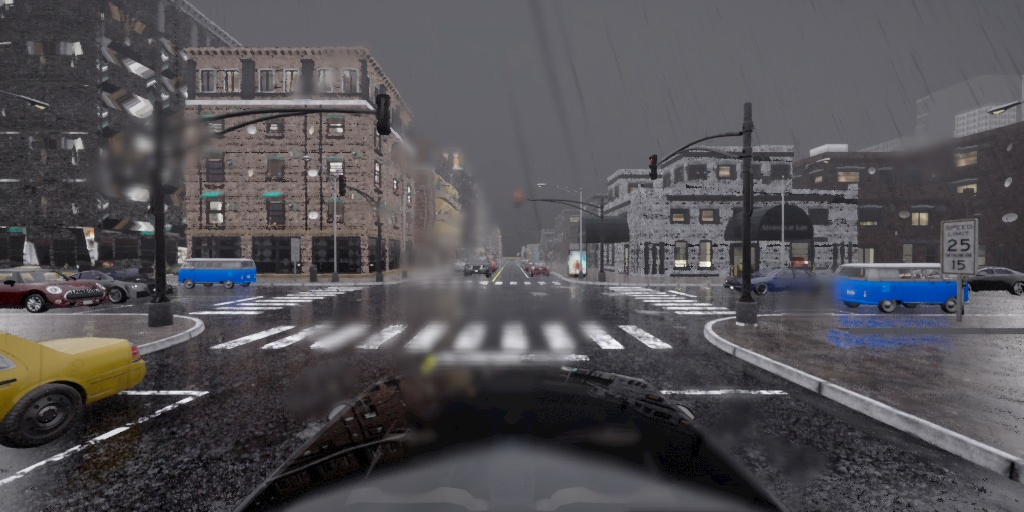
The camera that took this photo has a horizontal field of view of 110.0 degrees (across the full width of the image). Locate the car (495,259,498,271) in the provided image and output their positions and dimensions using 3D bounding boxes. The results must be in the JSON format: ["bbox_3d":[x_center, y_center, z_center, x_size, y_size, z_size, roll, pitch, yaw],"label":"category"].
[{"bbox_3d":[-3.126,0.985,45.062,2.150,2.045,5.566,0,0,0],"label":"car"}]

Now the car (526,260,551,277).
[{"bbox_3d":[2.668,1.195,35.241,1.967,1.591,4.097,0,0,0],"label":"car"}]

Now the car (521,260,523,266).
[{"bbox_3d":[2.656,1.321,52.331,2.007,1.370,4.403,0,0,0],"label":"car"}]

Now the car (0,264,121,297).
[{"bbox_3d":[-17.730,1.190,13.286,4.097,1.591,1.967,0,0,0],"label":"car"}]

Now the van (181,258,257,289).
[{"bbox_3d":[-17.778,1.030,21.666,3.998,1.789,1.690,0,0,0],"label":"van"}]

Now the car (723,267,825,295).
[{"bbox_3d":[14.498,1.320,19.334,5.357,1.411,2.033,0,0,-1],"label":"car"}]

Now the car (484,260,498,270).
[{"bbox_3d":[-3.121,1.298,54.979,1.812,1.442,4.674,0,0,0],"label":"car"}]

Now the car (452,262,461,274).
[{"bbox_3d":[-5.717,1.310,40.920,2.007,1.370,4.403,0,0,0],"label":"car"}]

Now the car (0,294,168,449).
[{"bbox_3d":[-5.692,1.275,2.598,1.751,1.417,4.829,0,0,0],"label":"car"}]

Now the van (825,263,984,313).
[{"bbox_3d":[14.648,1.156,13.548,3.998,1.789,1.690,0,0,0],"label":"van"}]

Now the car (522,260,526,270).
[{"bbox_3d":[2.660,1.347,46.634,1.802,1.307,4.207,0,0,0],"label":"car"}]

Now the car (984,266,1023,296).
[{"bbox_3d":[24.872,1.291,19.416,4.902,1.511,2.128,0,0,-1],"label":"car"}]

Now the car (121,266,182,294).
[{"bbox_3d":[-17.743,1.296,15.869,4.181,1.385,1.994,0,0,-1],"label":"car"}]

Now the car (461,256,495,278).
[{"bbox_3d":[-3.116,0.978,33.994,2.150,2.045,5.566,0,0,0],"label":"car"}]
